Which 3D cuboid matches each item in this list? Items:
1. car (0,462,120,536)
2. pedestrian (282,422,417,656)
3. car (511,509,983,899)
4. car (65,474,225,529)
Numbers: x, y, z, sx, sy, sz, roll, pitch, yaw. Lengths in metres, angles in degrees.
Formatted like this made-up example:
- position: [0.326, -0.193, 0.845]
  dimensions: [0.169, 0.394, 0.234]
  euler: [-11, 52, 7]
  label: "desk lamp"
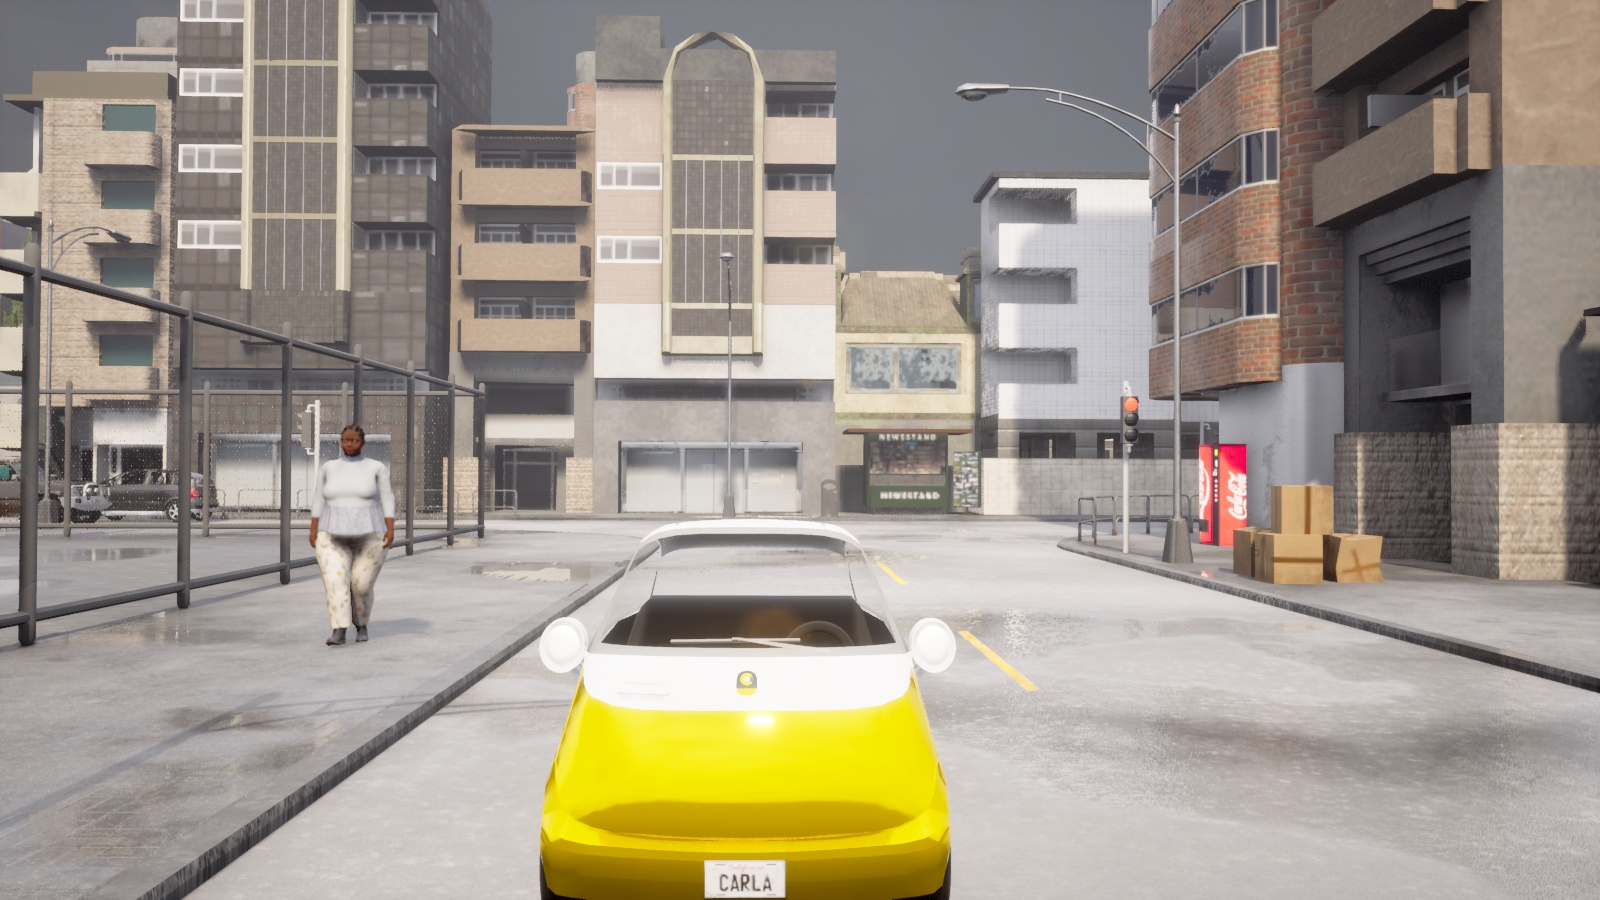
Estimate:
- position: [-20.481, 1.259, 32.573]
  dimensions: [4.605, 1.855, 1.932]
  euler: [0, -1, -1]
  label: "car"
- position: [-3.734, 0.715, 10.484]
  dimensions: [0.874, 1.855, 0.900]
  euler: [0, -1, -7]
  label: "pedestrian"
- position: [-0.190, 0.955, 5.061]
  dimensions: [1.481, 1.376, 2.207]
  euler: [0, -1, -1]
  label: "car"
- position: [-19.040, 1.483, 36.607]
  dimensions: [3.705, 1.549, 1.789]
  euler: [0, -1, -2]
  label: "car"
